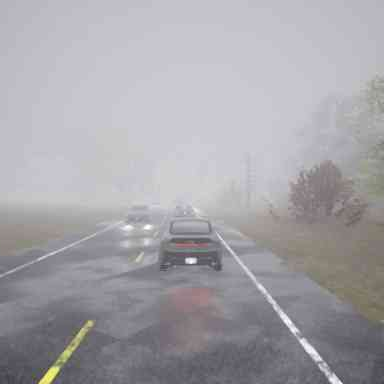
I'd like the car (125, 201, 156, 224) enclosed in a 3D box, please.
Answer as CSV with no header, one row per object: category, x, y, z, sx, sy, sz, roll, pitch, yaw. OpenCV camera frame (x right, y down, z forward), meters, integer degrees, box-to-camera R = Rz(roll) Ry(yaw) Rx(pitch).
car,-4.287,1.776,27.501,1.837,1.490,4.892,0,0,-3

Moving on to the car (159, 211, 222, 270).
car,-0.063,1.624,11.415,1.837,1.490,4.892,0,0,-1

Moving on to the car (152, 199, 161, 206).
car,-7.401,2.109,68.609,2.033,1.411,5.357,0,0,-6

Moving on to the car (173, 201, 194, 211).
car,-0.734,1.842,30.738,2.033,1.411,5.357,0,0,-3

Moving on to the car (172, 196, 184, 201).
car,-2.991,1.811,71.681,2.150,2.045,5.566,0,0,-7
